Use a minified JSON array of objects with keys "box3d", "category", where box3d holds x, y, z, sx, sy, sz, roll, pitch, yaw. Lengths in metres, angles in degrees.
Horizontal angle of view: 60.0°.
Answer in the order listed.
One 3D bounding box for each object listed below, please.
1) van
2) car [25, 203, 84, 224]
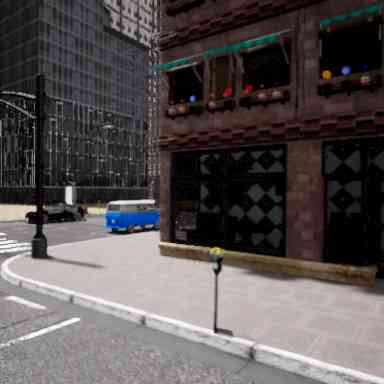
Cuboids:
[{"box3d":[-3.291,1.403,19.932,1.690,1.788,3.998,1,1,35],"category":"van"},{"box3d":[-10.131,1.524,24.779,1.947,1.339,4.313,1,1,35],"category":"car"}]
